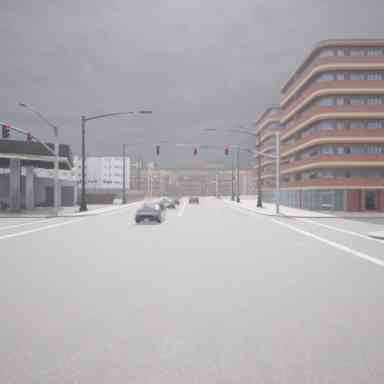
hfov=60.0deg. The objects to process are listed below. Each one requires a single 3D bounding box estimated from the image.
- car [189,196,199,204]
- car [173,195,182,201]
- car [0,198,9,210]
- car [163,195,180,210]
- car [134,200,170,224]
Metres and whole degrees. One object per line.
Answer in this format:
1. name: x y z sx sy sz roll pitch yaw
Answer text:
1. car: 0.346 1.491 63.754 2.128 1.511 4.902 0 0 0
2. car: -3.217 1.293 73.780 1.895 1.301 4.718 0 0 0
3. car: -23.943 1.456 39.446 3.806 1.475 1.970 0 0 1
4. car: -3.128 1.493 43.953 2.128 1.511 4.902 0 0 0
5. car: -3.065 1.548 25.339 2.033 1.411 5.357 0 0 1
